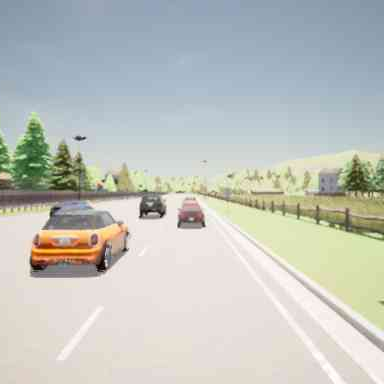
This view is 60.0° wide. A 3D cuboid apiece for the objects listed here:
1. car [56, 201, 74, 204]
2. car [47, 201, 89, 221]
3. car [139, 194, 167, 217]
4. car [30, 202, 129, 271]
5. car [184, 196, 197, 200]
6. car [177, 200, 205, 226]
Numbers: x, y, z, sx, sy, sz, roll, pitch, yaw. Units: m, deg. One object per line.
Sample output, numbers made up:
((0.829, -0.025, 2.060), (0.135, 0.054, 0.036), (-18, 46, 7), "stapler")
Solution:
((-7.036, 1.507, 20.802), (1.882, 1.535, 5.008), (0, 0, 0), "car")
((-10.592, 1.548, 28.775), (1.837, 1.490, 4.892), (0, 0, 0), "car")
((-3.610, 1.246, 31.269), (2.150, 2.045, 5.566), (0, 0, 0), "car")
((-3.469, 1.367, 11.160), (2.097, 1.767, 4.553), (0, 0, 0), "car")
((-0.182, 1.372, 41.624), (2.097, 1.767, 4.553), (0, 0, 0), "car")
((-0.061, 1.537, 23.116), (1.812, 1.442, 4.674), (0, 0, -1), "car")
